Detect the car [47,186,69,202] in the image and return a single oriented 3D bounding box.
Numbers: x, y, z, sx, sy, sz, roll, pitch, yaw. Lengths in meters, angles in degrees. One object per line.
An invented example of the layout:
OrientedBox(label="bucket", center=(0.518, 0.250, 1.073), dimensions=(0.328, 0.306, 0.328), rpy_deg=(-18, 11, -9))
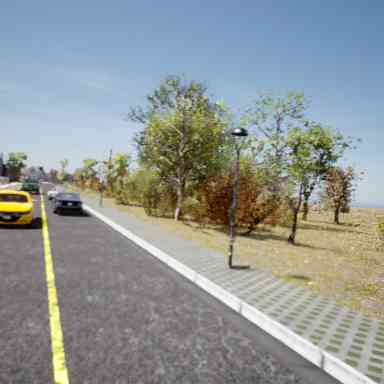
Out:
OrientedBox(label="car", center=(-14.407, 0.184, 35.662), dimensions=(1.895, 1.301, 4.718), rpy_deg=(5, 0, -24))

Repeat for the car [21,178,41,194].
OrientedBox(label="car", center=(-21.537, -0.842, 44.570), dimensions=(2.150, 2.045, 5.566), rpy_deg=(5, 0, -25))

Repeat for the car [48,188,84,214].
OrientedBox(label="car", center=(-8.645, 0.686, 23.058), dimensions=(2.033, 1.411, 5.357), rpy_deg=(5, 0, -24))

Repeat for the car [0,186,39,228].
OrientedBox(label="car", center=(-8.521, 0.674, 15.786), dimensions=(1.882, 1.535, 5.008), rpy_deg=(5, 0, -25))
